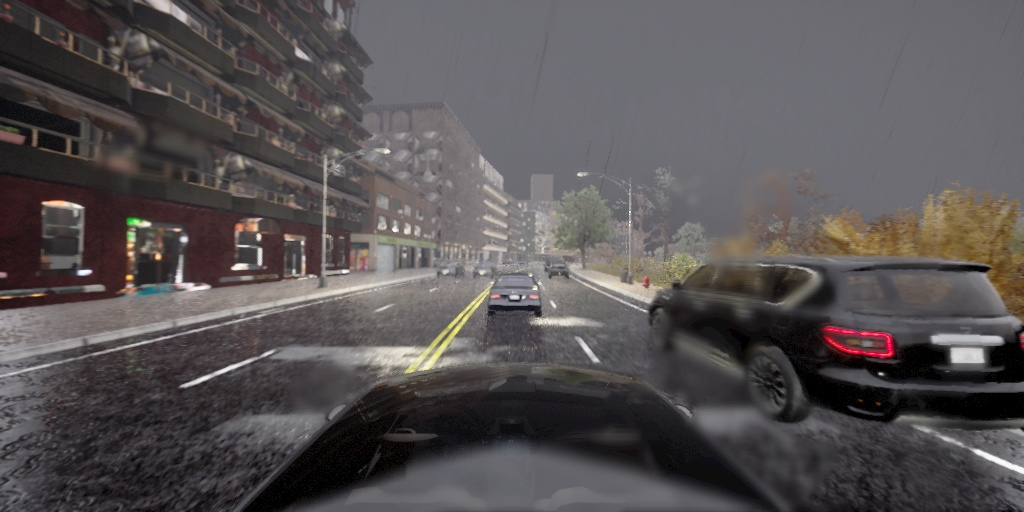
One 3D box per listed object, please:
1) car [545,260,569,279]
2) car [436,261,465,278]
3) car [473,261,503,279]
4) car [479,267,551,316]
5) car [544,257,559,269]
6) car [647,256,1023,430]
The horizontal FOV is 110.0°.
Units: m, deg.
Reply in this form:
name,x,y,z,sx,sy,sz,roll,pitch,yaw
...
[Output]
name,x,y,z,sx,sy,sz,roll,pitch,yaw
car,4.333,1.340,33.785,1.837,1.490,4.892,1,-1,4
car,-5.619,1.232,33.367,2.128,1.511,4.902,1,0,4
car,-2.384,1.263,33.053,2.128,1.511,4.902,1,0,4
car,0.142,1.307,13.441,2.033,1.411,5.357,1,0,2
car,5.519,1.123,48.569,2.150,2.045,5.566,1,0,7
car,4.218,1.020,5.994,2.150,2.045,5.566,1,0,0
